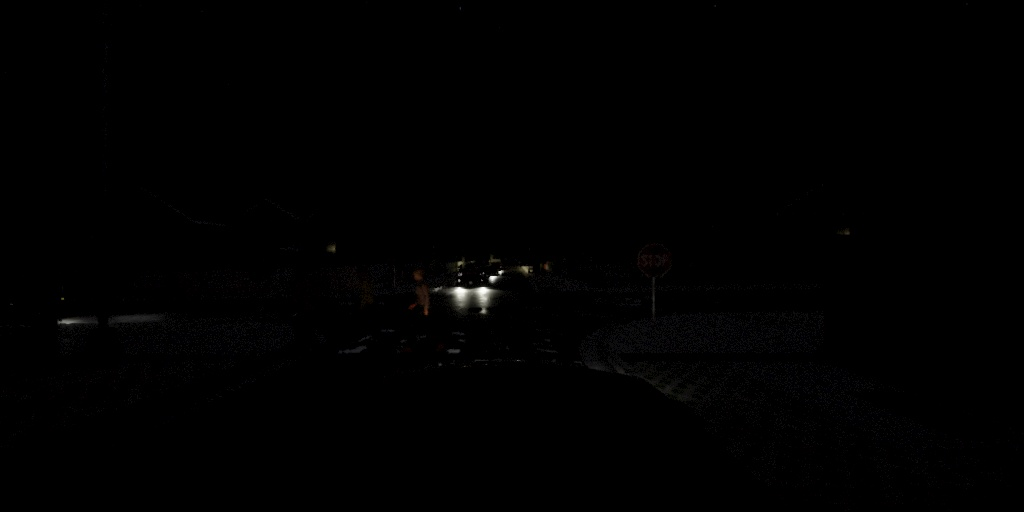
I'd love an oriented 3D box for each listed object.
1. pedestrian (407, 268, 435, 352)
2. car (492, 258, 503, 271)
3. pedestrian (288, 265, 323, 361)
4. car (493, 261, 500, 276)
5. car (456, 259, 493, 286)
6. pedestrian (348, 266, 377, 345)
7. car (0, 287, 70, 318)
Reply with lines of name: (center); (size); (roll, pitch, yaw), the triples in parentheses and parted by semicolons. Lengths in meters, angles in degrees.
pedestrian: (-1.915, 1.089, 7.554); (0.375, 1.860, 0.375); (0, 0, 0)
car: (-2.718, 1.430, 61.308); (2.150, 2.045, 5.566); (0, -1, 0)
pedestrian: (-4.006, 1.084, 6.962); (0.375, 1.860, 0.375); (0, 0, 0)
car: (-2.815, 1.625, 42.250); (1.994, 1.385, 4.181); (0, -1, 0)
car: (-2.844, 1.298, 27.088); (2.097, 1.767, 4.553); (0, 0, 1)
pedestrian: (-3.398, 1.094, 8.159); (0.375, 1.860, 0.375); (0, 0, 0)
car: (-19.330, 1.745, 12.991); (4.718, 1.301, 1.895); (-1, 0, 0)
